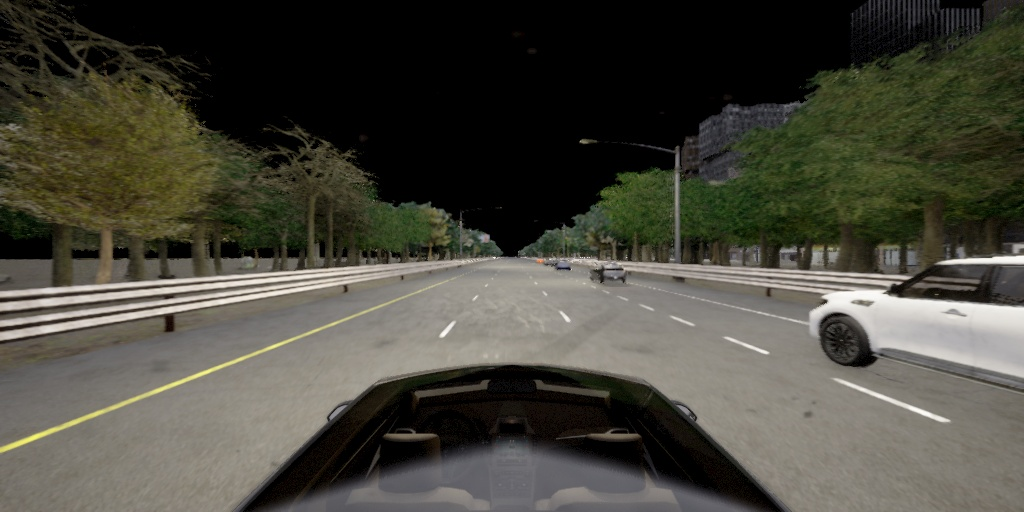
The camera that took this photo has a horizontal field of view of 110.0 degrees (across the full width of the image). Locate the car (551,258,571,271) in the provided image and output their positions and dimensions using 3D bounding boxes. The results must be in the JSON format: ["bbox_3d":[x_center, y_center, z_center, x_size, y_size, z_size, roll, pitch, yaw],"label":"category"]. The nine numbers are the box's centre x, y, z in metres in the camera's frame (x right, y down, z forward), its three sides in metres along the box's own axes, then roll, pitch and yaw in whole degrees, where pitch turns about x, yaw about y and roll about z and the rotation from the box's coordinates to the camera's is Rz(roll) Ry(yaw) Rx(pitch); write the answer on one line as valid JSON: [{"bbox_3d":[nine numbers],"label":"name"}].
[{"bbox_3d":[7.050,1.326,50.665,1.994,1.385,4.181,0,0,0],"label":"car"}]

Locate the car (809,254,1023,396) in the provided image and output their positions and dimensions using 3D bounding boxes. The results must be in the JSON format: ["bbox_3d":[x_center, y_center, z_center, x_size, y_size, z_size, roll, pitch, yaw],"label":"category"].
[{"bbox_3d":[6.999,0.979,4.740,2.150,2.045,5.566,0,0,0],"label":"car"}]

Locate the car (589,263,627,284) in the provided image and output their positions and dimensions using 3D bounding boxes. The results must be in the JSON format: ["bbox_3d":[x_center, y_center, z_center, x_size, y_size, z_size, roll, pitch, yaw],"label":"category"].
[{"bbox_3d":[7.017,1.251,26.648,2.128,1.511,4.902,0,0,0],"label":"car"}]
